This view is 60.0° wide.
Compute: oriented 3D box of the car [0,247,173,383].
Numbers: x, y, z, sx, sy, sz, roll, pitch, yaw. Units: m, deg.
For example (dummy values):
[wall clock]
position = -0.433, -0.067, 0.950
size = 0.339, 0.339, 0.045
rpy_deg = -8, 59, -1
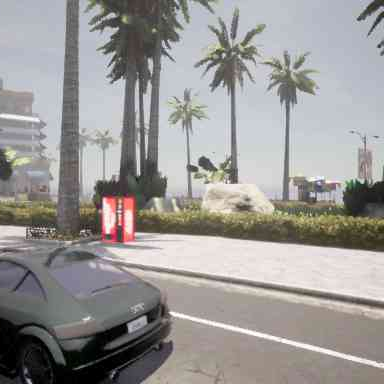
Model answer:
[car]
position = -2.362, 1.564, 5.063
size = 4.181, 1.385, 1.994
rpy_deg = 0, 0, 31

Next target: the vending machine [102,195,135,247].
[vending machine]
position = -3.134, 1.195, 14.185
size = 0.880, 2.100, 1.100
rpy_deg = 0, 0, 27
